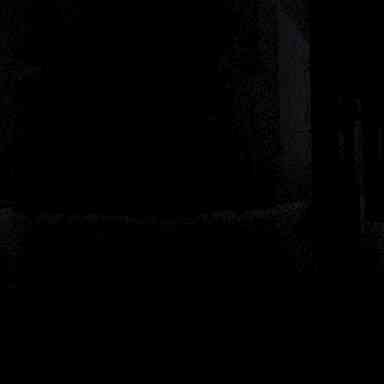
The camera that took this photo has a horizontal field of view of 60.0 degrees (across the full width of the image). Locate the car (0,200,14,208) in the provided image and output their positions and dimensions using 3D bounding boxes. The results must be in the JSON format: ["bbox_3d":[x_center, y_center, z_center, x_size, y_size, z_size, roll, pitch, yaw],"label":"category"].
[{"bbox_3d":[-35.462,2.319,64.324,1.967,1.590,4.097,-2,-1,35],"label":"car"}]

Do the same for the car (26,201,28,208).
[{"bbox_3d":[-28.450,2.229,59.475,1.947,1.339,4.313,-2,-1,35],"label":"car"}]
